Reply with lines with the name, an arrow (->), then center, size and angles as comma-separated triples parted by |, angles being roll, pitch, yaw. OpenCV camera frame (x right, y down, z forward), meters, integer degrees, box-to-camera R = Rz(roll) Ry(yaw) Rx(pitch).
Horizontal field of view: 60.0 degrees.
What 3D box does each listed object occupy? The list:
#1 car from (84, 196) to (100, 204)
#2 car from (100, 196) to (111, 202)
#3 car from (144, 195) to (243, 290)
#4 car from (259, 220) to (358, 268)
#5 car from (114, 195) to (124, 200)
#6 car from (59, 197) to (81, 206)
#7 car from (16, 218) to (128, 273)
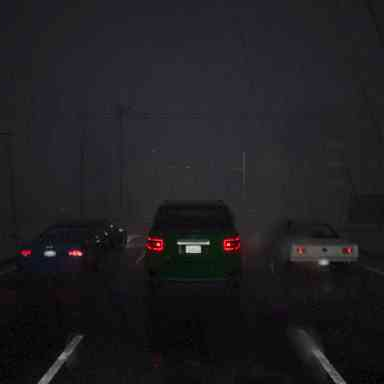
car -> -19.663, 1.506, 63.183 | 1.837, 1.490, 4.892 | 0, 0, 3
car -> -19.754, 1.595, 74.682 | 1.895, 1.301, 4.718 | 0, 0, 0
car -> 0.051, 1.221, 9.233 | 2.150, 2.045, 5.566 | 0, 0, 1
car -> 3.568, 1.601, 11.187 | 1.895, 1.301, 4.718 | 0, 0, 0
car -> -19.738, 1.500, 90.267 | 1.837, 1.490, 4.892 | 0, 0, 0
car -> -19.683, 1.563, 53.259 | 1.994, 1.385, 4.181 | 0, 0, -2
car -> -3.438, 1.548, 10.619 | 2.033, 1.411, 5.357 | 0, 0, 1
